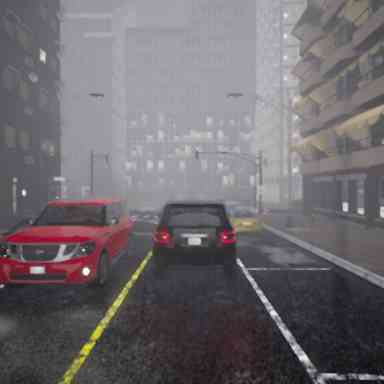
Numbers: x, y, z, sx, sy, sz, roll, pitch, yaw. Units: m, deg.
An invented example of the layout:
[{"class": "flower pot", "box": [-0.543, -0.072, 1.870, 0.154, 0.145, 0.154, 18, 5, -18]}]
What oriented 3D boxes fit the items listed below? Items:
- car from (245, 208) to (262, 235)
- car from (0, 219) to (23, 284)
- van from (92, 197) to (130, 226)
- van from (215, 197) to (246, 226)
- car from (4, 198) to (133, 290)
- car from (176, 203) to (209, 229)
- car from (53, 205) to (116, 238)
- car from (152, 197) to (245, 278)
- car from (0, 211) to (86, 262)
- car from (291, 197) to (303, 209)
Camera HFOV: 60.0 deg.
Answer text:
[{"class": "car", "box": [2.682, 1.498, 18.424, 1.752, 1.417, 4.829, -1, 0, 0]}, {"class": "car", "box": [-5.701, 1.429, 7.080, 1.967, 1.590, 4.097, -1, 0, 0]}, {"class": "van", "box": [-5.700, 1.306, 23.885, 1.690, 1.788, 3.998, -1, 0, 0]}, {"class": "van", "box": [2.680, 1.306, 23.855, 1.690, 1.788, 3.998, -1, 0, 0]}, {"class": "car", "box": [-3.096, 1.207, 9.429, 2.150, 2.045, 5.566, 0, 0, 0]}, {"class": "car", "box": [0.068, 1.531, 22.194, 1.994, 1.385, 4.181, 0, 0, 0]}, {"class": "car", "box": [-5.698, 1.524, 18.284, 2.008, 1.369, 4.403, -1, 0, 0]}, {"class": "car", "box": [0.073, 1.207, 10.261, 2.150, 2.045, 5.566, 0, 0, 0]}, {"class": "car", "box": [-5.699, 1.547, 12.681, 1.947, 1.339, 4.313, -1, 0, 0]}, {"class": "car", "box": [15.244, 1.282, 43.184, 5.009, 1.841, 2.192, 0, 1, 0]}]
